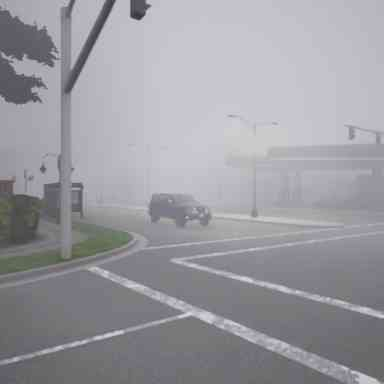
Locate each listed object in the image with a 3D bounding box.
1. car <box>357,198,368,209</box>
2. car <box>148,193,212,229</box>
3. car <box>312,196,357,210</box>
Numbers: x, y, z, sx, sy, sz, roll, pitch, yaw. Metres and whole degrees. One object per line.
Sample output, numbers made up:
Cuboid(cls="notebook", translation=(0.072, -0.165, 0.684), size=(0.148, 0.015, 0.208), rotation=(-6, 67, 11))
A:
Cuboid(cls="car", translation=(21.078, 1.479, 44.119), size=(1.970, 1.475, 3.806), rotation=(0, 0, -35))
Cuboid(cls="car", translation=(-0.976, 1.088, 22.526), size=(2.150, 2.045, 5.566), rotation=(0, 0, -35))
Cuboid(cls="car", translation=(16.813, 1.315, 40.196), size=(2.242, 1.667, 4.611), rotation=(0, 0, -35))
